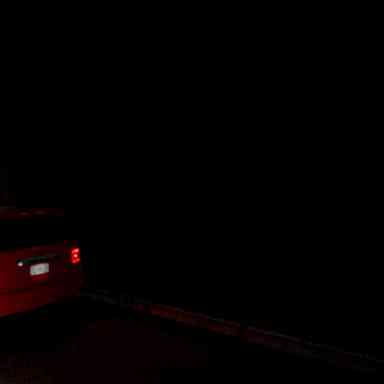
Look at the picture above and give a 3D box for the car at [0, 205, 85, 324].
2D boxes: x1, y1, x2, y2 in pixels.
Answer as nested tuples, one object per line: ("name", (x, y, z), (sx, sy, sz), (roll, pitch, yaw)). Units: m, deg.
("car", (-4.478, 1.276, 6.570), (5.566, 2.045, 2.150), (-1, 0, 35))
